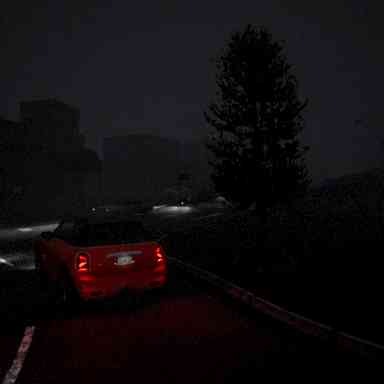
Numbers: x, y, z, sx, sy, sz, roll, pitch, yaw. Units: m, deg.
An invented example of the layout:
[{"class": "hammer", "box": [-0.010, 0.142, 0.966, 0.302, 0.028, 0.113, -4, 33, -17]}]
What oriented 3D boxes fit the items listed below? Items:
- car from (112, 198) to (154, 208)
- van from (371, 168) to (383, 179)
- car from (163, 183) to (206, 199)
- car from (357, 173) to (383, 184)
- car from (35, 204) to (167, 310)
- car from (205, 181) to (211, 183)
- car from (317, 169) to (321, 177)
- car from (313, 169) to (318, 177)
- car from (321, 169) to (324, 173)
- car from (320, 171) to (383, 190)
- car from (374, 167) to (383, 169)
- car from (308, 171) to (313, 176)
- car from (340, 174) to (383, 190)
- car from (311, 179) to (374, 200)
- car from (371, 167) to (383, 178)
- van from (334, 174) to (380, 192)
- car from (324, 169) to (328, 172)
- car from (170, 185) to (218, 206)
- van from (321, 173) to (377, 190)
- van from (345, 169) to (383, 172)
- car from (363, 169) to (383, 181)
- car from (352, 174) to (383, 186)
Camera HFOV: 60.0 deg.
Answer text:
[{"class": "car", "box": [-5.051, 1.187, 24.622, 1.895, 1.301, 4.718, 0, 3, 36]}, {"class": "van", "box": [36.537, -3.499, 62.794, 4.442, 1.987, 1.878, -1, 4, 15]}, {"class": "car", "box": [-1.145, 0.017, 39.415, 4.674, 1.452, 2.002, -2, 3, 14]}, {"class": "car", "box": [27.878, -2.016, 50.563, 4.792, 1.488, 2.163, -1, 4, 16]}, {"class": "car", "box": [-2.469, 1.342, 8.224, 2.097, 1.767, 4.553, 0, 0, -33]}, {"class": "car", "box": [0.533, -0.235, 41.844, 4.792, 1.488, 2.163, -2, 3, 14]}, {"class": "car", "box": [28.674, -4.268, 82.916, 5.008, 1.535, 2.097, -2, 3, 15]}, {"class": "car", "box": [27.015, -4.054, 80.509, 5.008, 1.535, 2.097, -2, 4, 15]}, {"class": "car", "box": [30.175, -4.476, 85.363, 5.366, 1.575, 1.946, -2, 3, 15]}, {"class": "car", "box": [17.273, -0.822, 36.002, 5.566, 2.045, 2.435, -1, 5, 16]}, {"class": "car", "box": [29.611, -2.543, 52.990, 5.566, 2.045, 2.435, -1, 4, 15]}, {"class": "car", "box": [25.361, -3.958, 78.088, 4.553, 1.767, 2.185, -2, 4, 15]}, {"class": "car", "box": [20.801, -1.188, 40.852, 4.553, 1.767, 2.185, -1, 4, 16]}, {"class": "car", "box": [13.786, -0.083, 31.191, 5.008, 1.535, 2.097, -1, 4, 16]}, {"class": "car", "box": [39.849, -3.997, 67.723, 5.566, 2.045, 2.435, -1, 4, 15]}, {"class": "van", "box": [18.951, -1.041, 38.444, 4.442, 1.987, 1.878, -1, 5, 16]}, {"class": "car", "box": [31.986, -4.929, 87.705, 5.566, 2.045, 2.435, -2, 3, 15]}, {"class": "car", "box": [0.567, 0.432, 32.848, 2.033, 1.411, 5.357, 0, 5, 34]}, {"class": "van", "box": [15.655, -0.554, 33.556, 4.442, 1.987, 1.878, -1, 4, 16]}, {"class": "van", "box": [22.701, -1.535, 43.227, 4.442, 1.987, 1.878, -1, 4, 16]}, {"class": "car", "box": [33.054, -3.035, 57.902, 5.566, 2.045, 2.435, -1, 4, 15]}, {"class": "car", "box": [26.111, -1.798, 48.122, 4.892, 1.521, 2.231, -1, 5, 16]}]
